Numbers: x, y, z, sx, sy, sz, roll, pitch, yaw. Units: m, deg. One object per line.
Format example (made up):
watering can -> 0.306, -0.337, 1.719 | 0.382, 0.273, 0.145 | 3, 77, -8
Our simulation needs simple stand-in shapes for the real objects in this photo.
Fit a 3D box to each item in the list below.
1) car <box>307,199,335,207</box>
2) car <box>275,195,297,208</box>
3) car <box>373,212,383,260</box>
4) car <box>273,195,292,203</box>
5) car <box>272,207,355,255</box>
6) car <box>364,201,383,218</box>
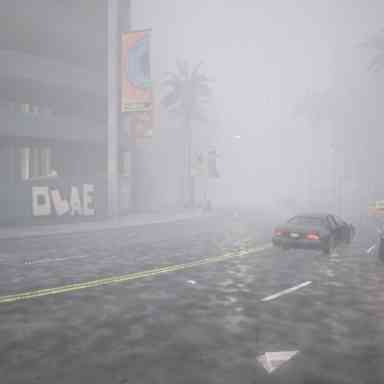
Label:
car -> 16.811, 1.575, 43.589 | 1.895, 1.301, 4.718 | 0, 0, -2
car -> 13.138, 1.475, 46.432 | 1.837, 1.490, 4.892 | 0, 0, -3
car -> 7.801, 1.521, 11.563 | 1.812, 1.442, 4.674 | 0, 0, 38
car -> 18.161, 1.437, 67.071 | 2.231, 1.521, 4.892 | 0, 0, -4
car -> 5.064, 1.540, 13.452 | 2.033, 1.411, 5.357 | 0, 0, 38
car -> 15.138, 1.465, 26.424 | 1.882, 1.535, 5.008 | 0, 0, 17
